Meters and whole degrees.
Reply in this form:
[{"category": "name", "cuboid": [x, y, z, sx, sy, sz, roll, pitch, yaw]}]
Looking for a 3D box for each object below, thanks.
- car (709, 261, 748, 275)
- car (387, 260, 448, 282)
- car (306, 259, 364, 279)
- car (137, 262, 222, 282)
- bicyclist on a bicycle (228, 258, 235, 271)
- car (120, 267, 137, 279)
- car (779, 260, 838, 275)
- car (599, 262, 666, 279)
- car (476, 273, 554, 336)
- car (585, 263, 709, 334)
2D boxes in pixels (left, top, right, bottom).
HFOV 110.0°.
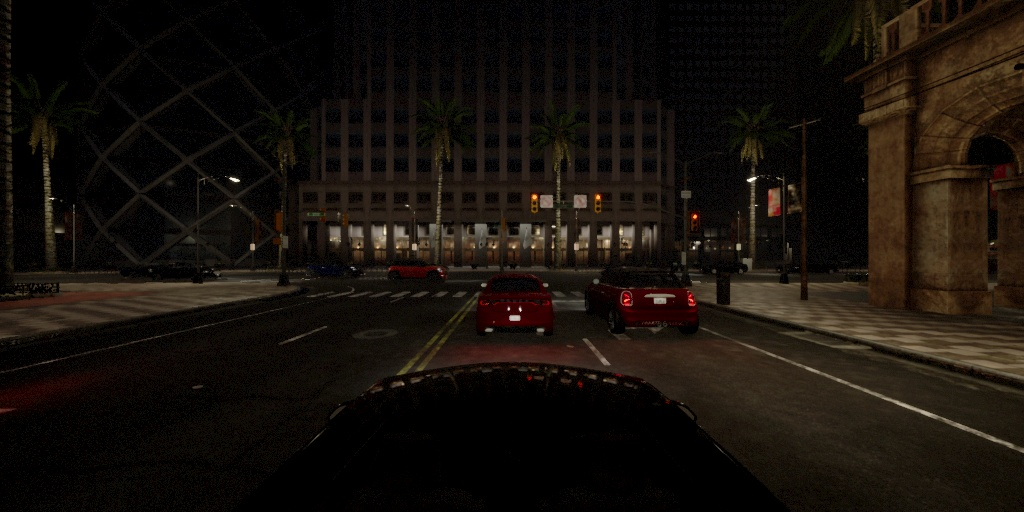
[{"category": "car", "cuboid": [23.170, 1.254, 39.359, 4.892, 1.490, 1.837, 0, 0, 0]}, {"category": "car", "cuboid": [-7.490, 1.102, 28.736, 4.553, 1.767, 2.097, 0, 0, 0]}, {"category": "car", "cuboid": [-15.789, 1.100, 32.208, 4.553, 1.767, 2.097, 0, 0, -1]}, {"category": "car", "cuboid": [-25.963, 1.241, 28.510, 4.902, 1.511, 2.128, 0, 0, -4]}, {"category": "bicyclist on a bicycle", "cuboid": [-35.750, 1.050, 45.689, 0.582, 1.620, 1.656, 0, 0, -12]}, {"category": "car", "cuboid": [-31.049, 1.350, 31.617, 4.718, 1.301, 1.895, 0, 0, -11]}, {"category": "car", "cuboid": [32.777, 1.227, 39.327, 5.008, 1.535, 1.882, 0, 0, 0]}, {"category": "car", "cuboid": [10.730, 1.297, 32.195, 5.357, 1.411, 2.033, 0, 0, 0]}, {"category": "car", "cuboid": [0.080, 1.228, 10.433, 1.882, 1.535, 5.008, 0, 0, 0]}, {"category": "car", "cuboid": [3.582, 1.102, 10.774, 2.097, 1.767, 4.553, 0, 0, 0]}]
